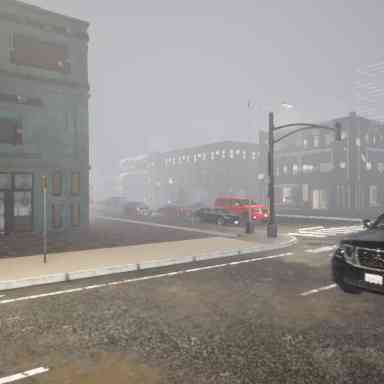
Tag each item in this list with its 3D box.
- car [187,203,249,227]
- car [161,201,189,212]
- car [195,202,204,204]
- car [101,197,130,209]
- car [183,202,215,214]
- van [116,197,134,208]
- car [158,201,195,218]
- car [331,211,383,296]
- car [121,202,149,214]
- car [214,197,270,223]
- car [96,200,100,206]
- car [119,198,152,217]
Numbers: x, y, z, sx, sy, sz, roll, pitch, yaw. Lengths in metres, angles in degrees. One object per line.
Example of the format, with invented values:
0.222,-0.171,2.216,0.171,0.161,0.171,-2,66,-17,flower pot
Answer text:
1.884,1.814,25.412,1.947,1.339,4.313,-1,0,-35,car
-2.425,1.965,46.162,1.802,1.307,4.206,-2,0,-35,car
2.709,1.868,34.386,1.895,1.301,4.718,-1,0,-35,car
-12.860,1.791,56.389,2.150,2.045,5.566,-1,0,-35,car
0.779,1.903,41.650,1.802,1.307,4.206,-2,0,-35,car
-12.047,1.906,59.700,1.690,1.788,3.998,-1,0,-35,van
-1.713,1.937,35.176,1.895,1.301,4.718,-1,0,-35,car
5.547,1.220,7.635,5.566,2.045,2.150,0,0,-35,car
-7.428,2.011,43.242,1.994,1.385,4.181,-1,0,-35,car
3.939,1.445,27.207,2.150,2.045,5.566,-1,0,-35,car
-18.452,2.227,68.726,1.887,1.381,4.507,-1,0,-35,car
-6.055,1.846,36.795,1.967,1.590,4.097,-1,0,-35,car
